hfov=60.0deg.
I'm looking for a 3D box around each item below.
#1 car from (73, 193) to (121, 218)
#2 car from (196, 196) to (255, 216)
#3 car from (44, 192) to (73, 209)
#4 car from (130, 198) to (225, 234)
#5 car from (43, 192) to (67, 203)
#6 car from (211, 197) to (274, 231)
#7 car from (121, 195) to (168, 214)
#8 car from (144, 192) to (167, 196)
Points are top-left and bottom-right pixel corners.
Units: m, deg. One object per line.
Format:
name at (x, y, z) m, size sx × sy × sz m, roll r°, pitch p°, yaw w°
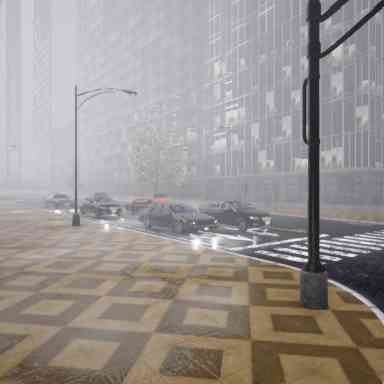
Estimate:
car at (-7.027, 1.056, 25.442) m, size 2.128 × 1.511 × 4.902 m, roll 0°, pitch 1°, yaw -38°
car at (2.792, 1.160, 29.042) m, size 2.033 × 1.411 × 5.357 m, roll 0°, pitch 1°, yaw -38°
car at (-13.359, 0.902, 33.546) m, size 1.812 × 1.442 × 4.674 m, roll 0°, pitch 1°, yaw -38°
car at (-0.953, 1.292, 17.700) m, size 2.033 × 1.411 × 5.357 m, roll 0°, pitch 1°, yaw -38°
car at (-19.164, 0.685, 46.396) m, size 1.994 × 1.385 × 4.181 m, roll 0°, pitch 1°, yaw -38°
car at (2.330, 1.254, 18.784) m, size 2.128 × 1.511 × 4.902 m, roll 0°, pitch 1°, yaw -38°
car at (-3.394, 1.193, 26.076) m, size 1.895 × 1.301 × 4.718 m, roll 0°, pitch 1°, yaw -38°
car at (-3.936, 0.843, 32.355) m, size 2.097 × 1.767 × 4.553 m, roll 0°, pitch 1°, yaw -38°
